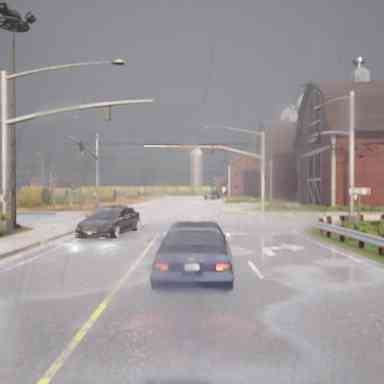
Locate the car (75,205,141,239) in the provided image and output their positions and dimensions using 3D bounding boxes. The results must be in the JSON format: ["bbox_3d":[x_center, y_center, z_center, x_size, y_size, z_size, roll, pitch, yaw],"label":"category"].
[{"bbox_3d":[-4.026,1.460,16.798,1.837,1.490,4.892,0,2,10],"label":"car"}]

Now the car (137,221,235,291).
[{"bbox_3d":[0.090,1.492,8.973,2.033,1.411,5.357,0,0,2],"label":"car"}]

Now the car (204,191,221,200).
[{"bbox_3d":[4.465,0.694,73.588,1.905,1.878,3.866,-8,4,-42],"label":"car"}]
